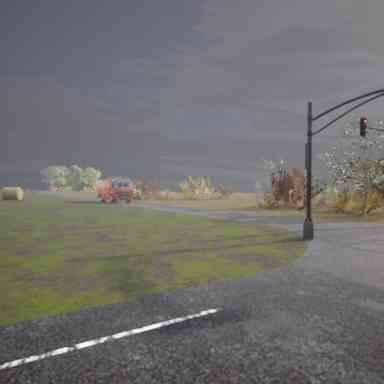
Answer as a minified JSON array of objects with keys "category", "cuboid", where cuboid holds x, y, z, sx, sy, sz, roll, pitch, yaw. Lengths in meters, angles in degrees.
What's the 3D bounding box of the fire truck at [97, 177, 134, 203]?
[{"category":"fire truck","cuboid":[-11.667,-0.357,50.121,2.891,3.827,8.468,1,0,-32]}]
